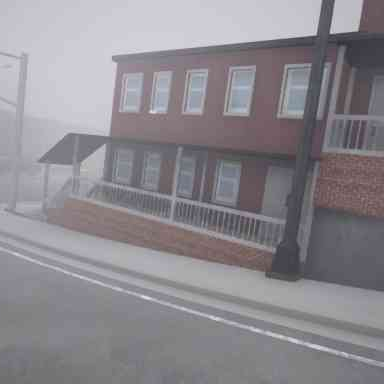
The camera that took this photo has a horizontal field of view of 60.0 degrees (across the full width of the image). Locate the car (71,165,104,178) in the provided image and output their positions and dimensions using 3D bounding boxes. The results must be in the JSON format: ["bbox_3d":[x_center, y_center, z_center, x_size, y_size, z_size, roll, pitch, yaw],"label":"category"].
[{"bbox_3d":[-12.083,-2.495,41.708,1.882,1.535,5.008,11,7,35],"label":"car"}]

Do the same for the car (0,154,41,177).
[{"bbox_3d":[-18.023,-2.754,33.392,2.150,2.045,5.566,11,7,36],"label":"car"}]

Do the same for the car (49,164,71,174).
[{"bbox_3d":[-15.854,-3.031,42.393,1.837,1.490,4.892,11,7,35],"label":"car"}]
